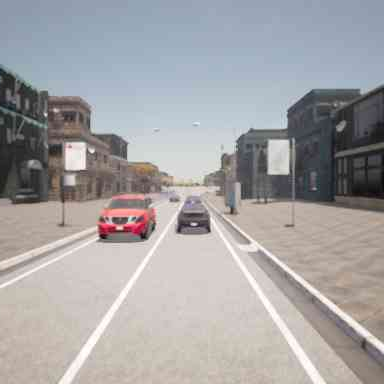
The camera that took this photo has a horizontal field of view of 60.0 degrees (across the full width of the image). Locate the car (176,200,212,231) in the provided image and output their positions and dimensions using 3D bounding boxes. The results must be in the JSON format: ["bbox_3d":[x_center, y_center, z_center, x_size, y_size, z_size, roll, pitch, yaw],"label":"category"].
[{"bbox_3d":[0.108,1.433,19.890,1.837,1.490,4.892,0,0,0],"label":"car"}]

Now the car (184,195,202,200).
[{"bbox_3d":[0.114,1.100,39.026,2.097,1.767,4.553,0,1,0],"label":"car"}]

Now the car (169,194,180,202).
[{"bbox_3d":[-3.011,1.080,58.604,2.033,1.411,5.357,0,1,1],"label":"car"}]

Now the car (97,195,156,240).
[{"bbox_3d":[-3.093,1.168,16.942,2.150,2.045,5.566,0,0,0],"label":"car"}]
